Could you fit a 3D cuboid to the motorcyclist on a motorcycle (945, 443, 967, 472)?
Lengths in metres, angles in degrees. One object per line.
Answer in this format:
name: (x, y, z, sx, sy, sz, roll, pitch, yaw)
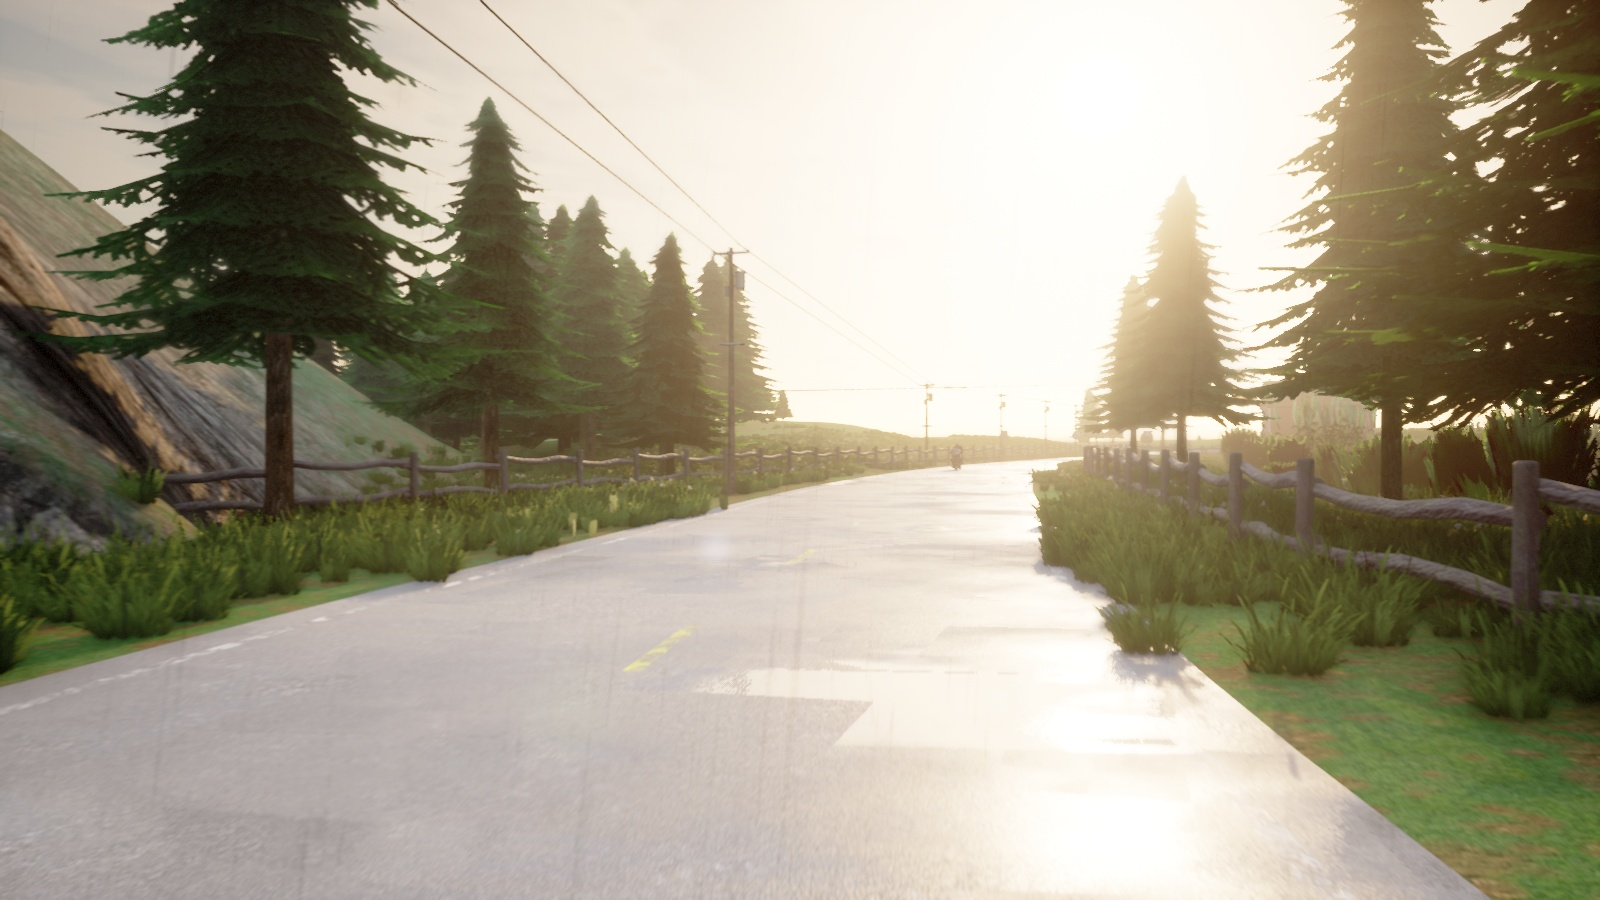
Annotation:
motorcyclist on a motorcycle: (8.661, 0.400, 69.637, 0.866, 1.530, 2.191, 0, 0, 16)
